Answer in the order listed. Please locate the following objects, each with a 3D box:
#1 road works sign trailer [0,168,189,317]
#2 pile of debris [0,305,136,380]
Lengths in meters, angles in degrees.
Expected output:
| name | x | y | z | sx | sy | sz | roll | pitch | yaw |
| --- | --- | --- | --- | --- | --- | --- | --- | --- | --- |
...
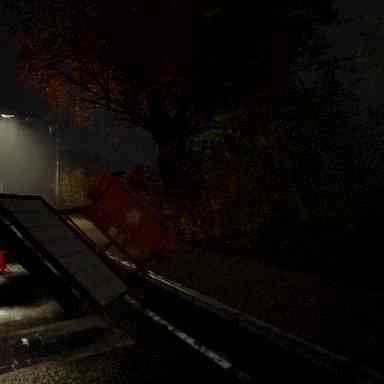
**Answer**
| name | x | y | z | sx | sy | sz | roll | pitch | yaw |
| --- | --- | --- | --- | --- | --- | --- | --- | --- | --- |
| road works sign trailer | -2.038 | 1.107 | 6.359 | 2.380 | 2.880 | 3.560 | 42 | 2 | 7 |
| pile of debris | -2.016 | 2.175 | 5.037 | 1.860 | 0.140 | 1.500 | -1 | -1 | -33 |
